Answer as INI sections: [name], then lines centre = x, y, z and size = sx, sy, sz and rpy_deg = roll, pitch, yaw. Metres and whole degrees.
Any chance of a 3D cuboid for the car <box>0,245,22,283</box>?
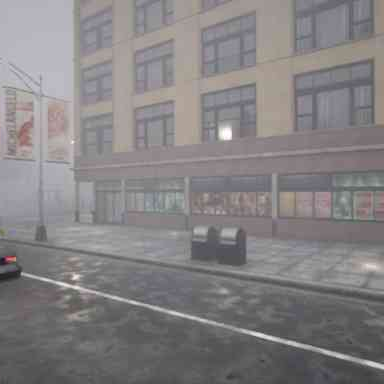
[car]
centre = -6.481, 1.606, 8.504
size = 5.357, 1.411, 2.033
rpy_deg = 0, 0, 35
